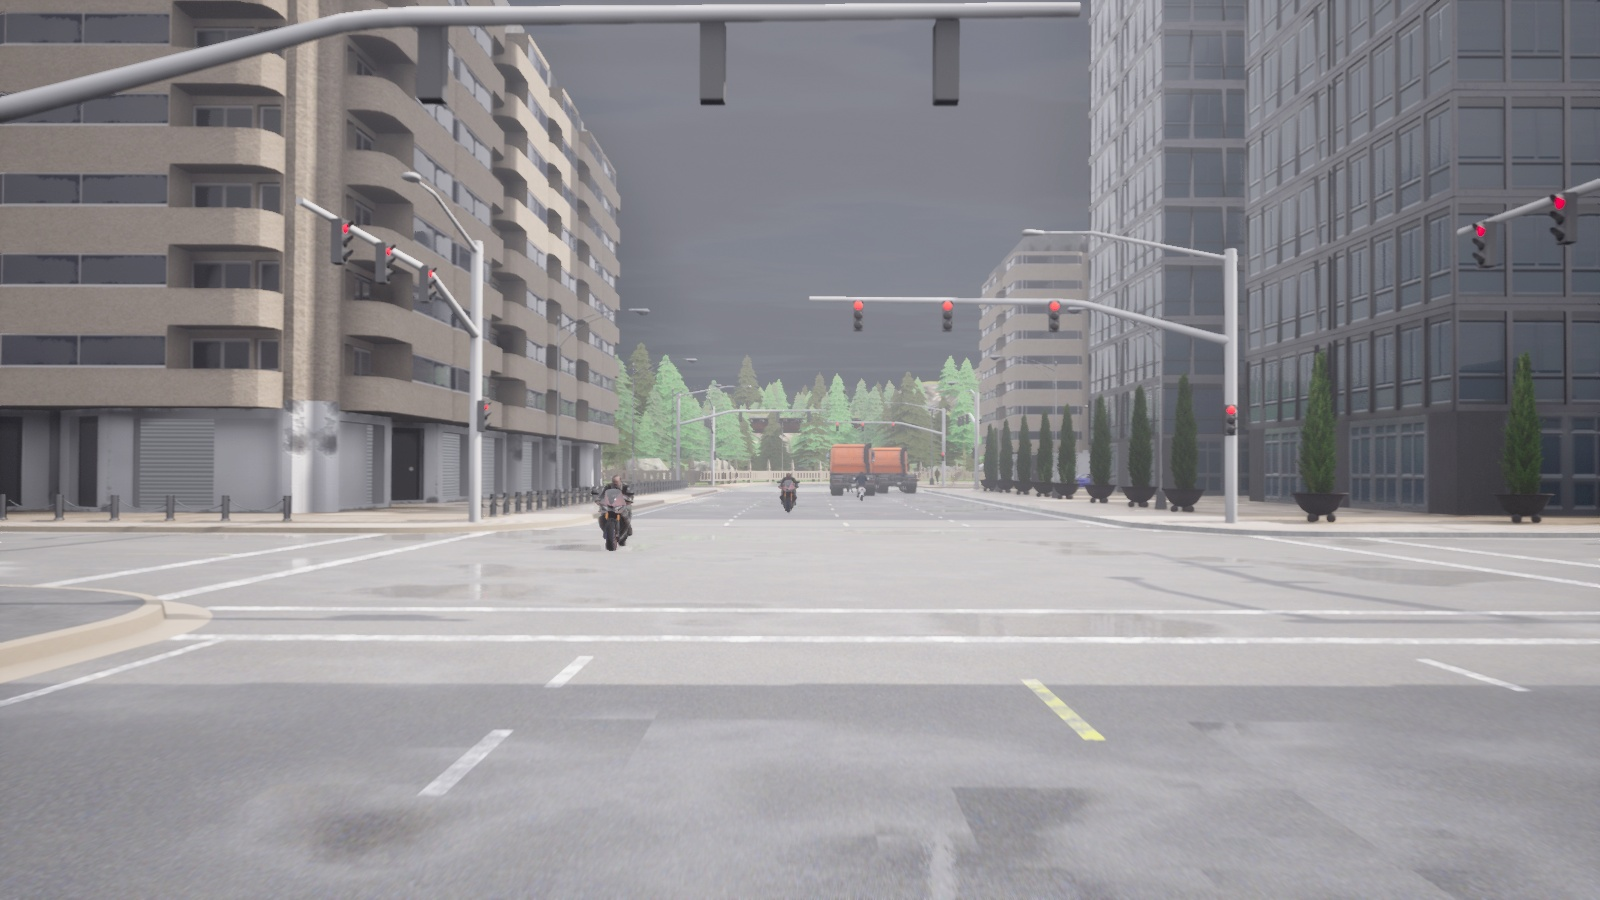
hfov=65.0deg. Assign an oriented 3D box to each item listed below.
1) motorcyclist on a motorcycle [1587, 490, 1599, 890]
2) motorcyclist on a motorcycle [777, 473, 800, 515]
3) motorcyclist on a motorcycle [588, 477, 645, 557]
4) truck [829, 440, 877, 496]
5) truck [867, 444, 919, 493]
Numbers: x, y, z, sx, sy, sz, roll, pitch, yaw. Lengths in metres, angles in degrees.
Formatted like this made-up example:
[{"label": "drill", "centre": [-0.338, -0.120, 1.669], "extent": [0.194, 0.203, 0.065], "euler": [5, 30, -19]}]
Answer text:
[{"label": "motorcyclist on a motorcycle", "centre": [3.491, 0.899, 3.764], "extent": [0.866, 1.530, 2.191], "euler": [0, -1, 0]}, {"label": "motorcyclist on a motorcycle", "centre": [-0.426, 1.648, 47.574], "extent": [0.866, 1.530, 2.191], "euler": [0, -1, 0]}, {"label": "motorcyclist on a motorcycle", "centre": [-3.702, 1.319, 25.463], "extent": [0.866, 1.530, 2.191], "euler": [0, -1, -1]}, {"label": "truck", "centre": [3.416, 1.201, 82.541], "extent": [2.891, 3.462, 7.936], "euler": [0, -1, 1]}, {"label": "truck", "centre": [6.882, 1.375, 93.855], "extent": [2.891, 3.462, 7.936], "euler": [0, -1, -3]}]
